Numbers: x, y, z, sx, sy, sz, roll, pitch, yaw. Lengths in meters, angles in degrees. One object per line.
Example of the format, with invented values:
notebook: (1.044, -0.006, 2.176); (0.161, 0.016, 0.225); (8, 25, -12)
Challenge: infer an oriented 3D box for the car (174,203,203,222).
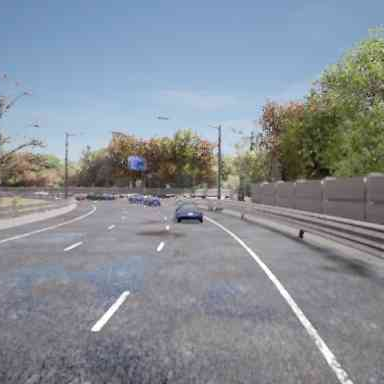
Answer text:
car: (-0.337, 1.549, 25.975); (1.994, 1.385, 4.181); (1, 0, -7)

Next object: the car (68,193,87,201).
car: (-25.591, 1.186, 74.347); (1.812, 1.442, 4.674); (1, 0, -35)

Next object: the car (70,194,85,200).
car: (-29.301, 1.206, 84.848); (1.895, 1.301, 4.718); (1, 0, -42)

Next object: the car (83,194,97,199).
car: (-26.703, 1.193, 87.201); (1.994, 1.385, 4.181); (1, 0, -42)

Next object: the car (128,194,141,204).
car: (-10.390, 1.196, 61.724); (2.097, 1.767, 4.553); (1, 0, -25)

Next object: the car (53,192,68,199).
car: (-31.986, 1.059, 82.615); (1.882, 1.535, 5.008); (1, 0, -42)

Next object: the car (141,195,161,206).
car: (-6.134, 1.428, 51.311); (1.812, 1.442, 4.674); (1, 0, -20)

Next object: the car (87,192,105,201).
car: (-22.277, 0.924, 75.716); (2.150, 2.045, 5.566); (1, 0, -34)

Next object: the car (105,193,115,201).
car: (-19.926, 1.080, 78.454); (2.097, 1.767, 4.553); (1, 0, -35)
